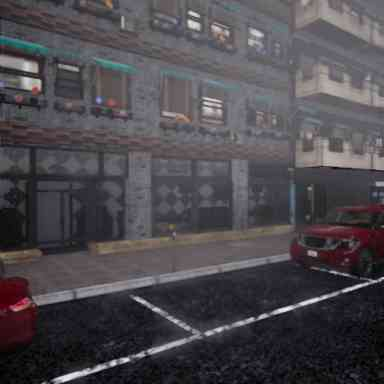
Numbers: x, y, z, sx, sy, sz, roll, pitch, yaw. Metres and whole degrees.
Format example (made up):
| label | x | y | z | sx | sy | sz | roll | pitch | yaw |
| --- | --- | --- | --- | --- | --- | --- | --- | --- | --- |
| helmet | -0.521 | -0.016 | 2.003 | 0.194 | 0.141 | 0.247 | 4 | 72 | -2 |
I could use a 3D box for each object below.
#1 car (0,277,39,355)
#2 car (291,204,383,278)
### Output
| label | x | y | z | sx | sy | sz | roll | pitch | yaw |
| --- | --- | --- | --- | --- | --- | --- | --- | --- | --- |
| car | -4.020 | 1.581 | 3.698 | 4.206 | 1.307 | 1.802 | 0 | 0 | -35 |
| car | 5.256 | 1.321 | 10.313 | 5.009 | 1.841 | 2.192 | 0 | 0 | -35 |
